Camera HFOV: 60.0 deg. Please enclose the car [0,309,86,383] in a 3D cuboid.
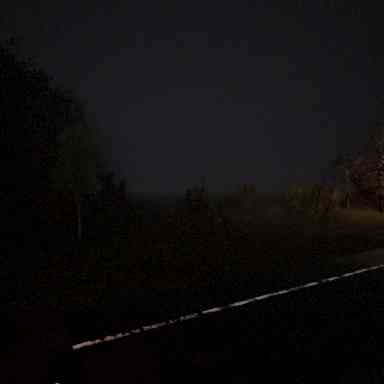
[{"bbox_3d":[-3.016,1.526,1.843,4.674,1.442,1.812,0,0,-35],"label":"car"}]
